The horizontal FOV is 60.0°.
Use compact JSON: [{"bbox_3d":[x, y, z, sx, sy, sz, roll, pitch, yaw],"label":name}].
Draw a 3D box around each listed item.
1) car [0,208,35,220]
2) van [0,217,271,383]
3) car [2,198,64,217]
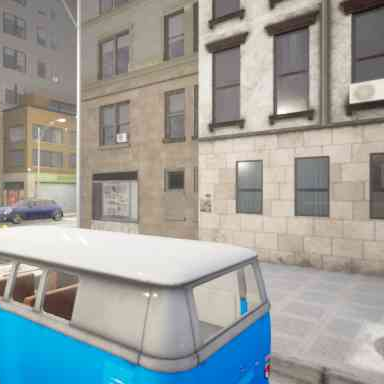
[{"bbox_3d":[-5.667,1.315,6.773,5.009,1.841,2.192,0,0,35],"label":"car"},{"bbox_3d":[-1.151,1.341,3.613,3.998,1.788,1.690,0,0,35],"label":"van"},{"bbox_3d":[-11.747,1.286,24.027,2.097,1.767,4.553,0,0,35],"label":"car"}]
